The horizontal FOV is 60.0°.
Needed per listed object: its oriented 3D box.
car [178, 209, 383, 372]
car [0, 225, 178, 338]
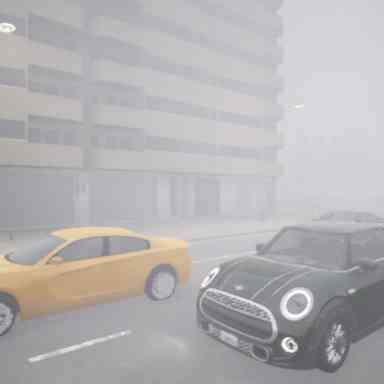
[{"bbox_3d":[2.254,1.346,5.804,4.553,1.767,2.097,0,0,-38],"label":"car"},{"bbox_3d":[-2.295,1.477,6.678,5.008,1.535,1.882,0,0,-38],"label":"car"}]
